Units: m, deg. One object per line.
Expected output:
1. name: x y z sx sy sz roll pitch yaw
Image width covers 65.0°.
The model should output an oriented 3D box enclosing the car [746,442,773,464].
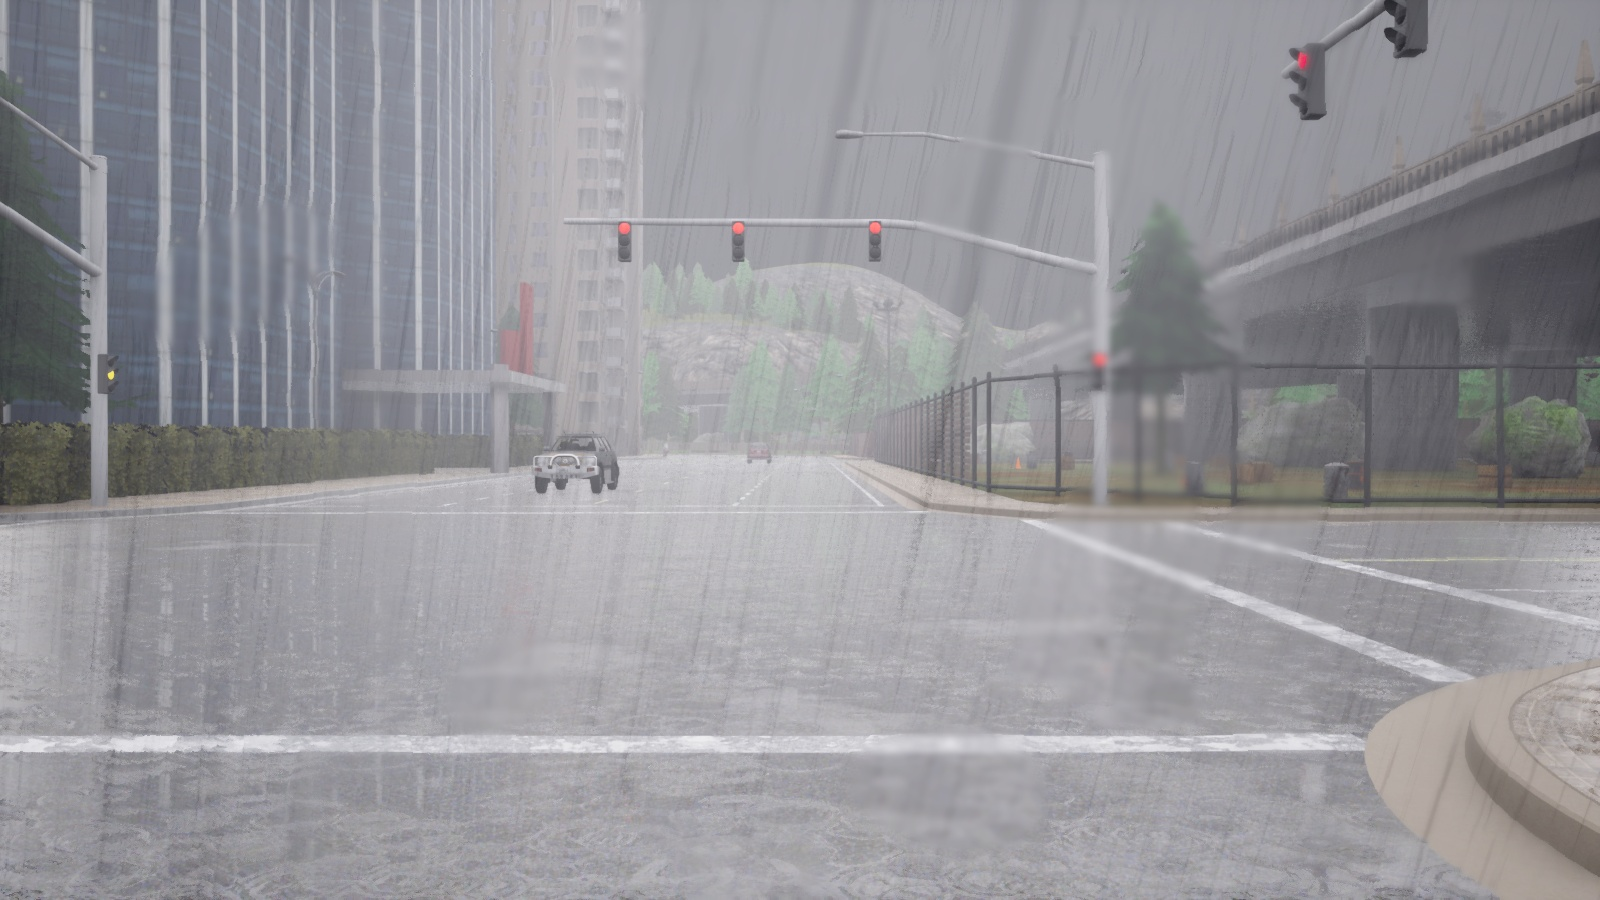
1. car: -2.958 0.201 92.512 1.789 1.549 3.705 0 0 0

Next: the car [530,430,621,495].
1. car: -6.765 0.341 38.320 1.932 1.855 4.605 0 0 0
